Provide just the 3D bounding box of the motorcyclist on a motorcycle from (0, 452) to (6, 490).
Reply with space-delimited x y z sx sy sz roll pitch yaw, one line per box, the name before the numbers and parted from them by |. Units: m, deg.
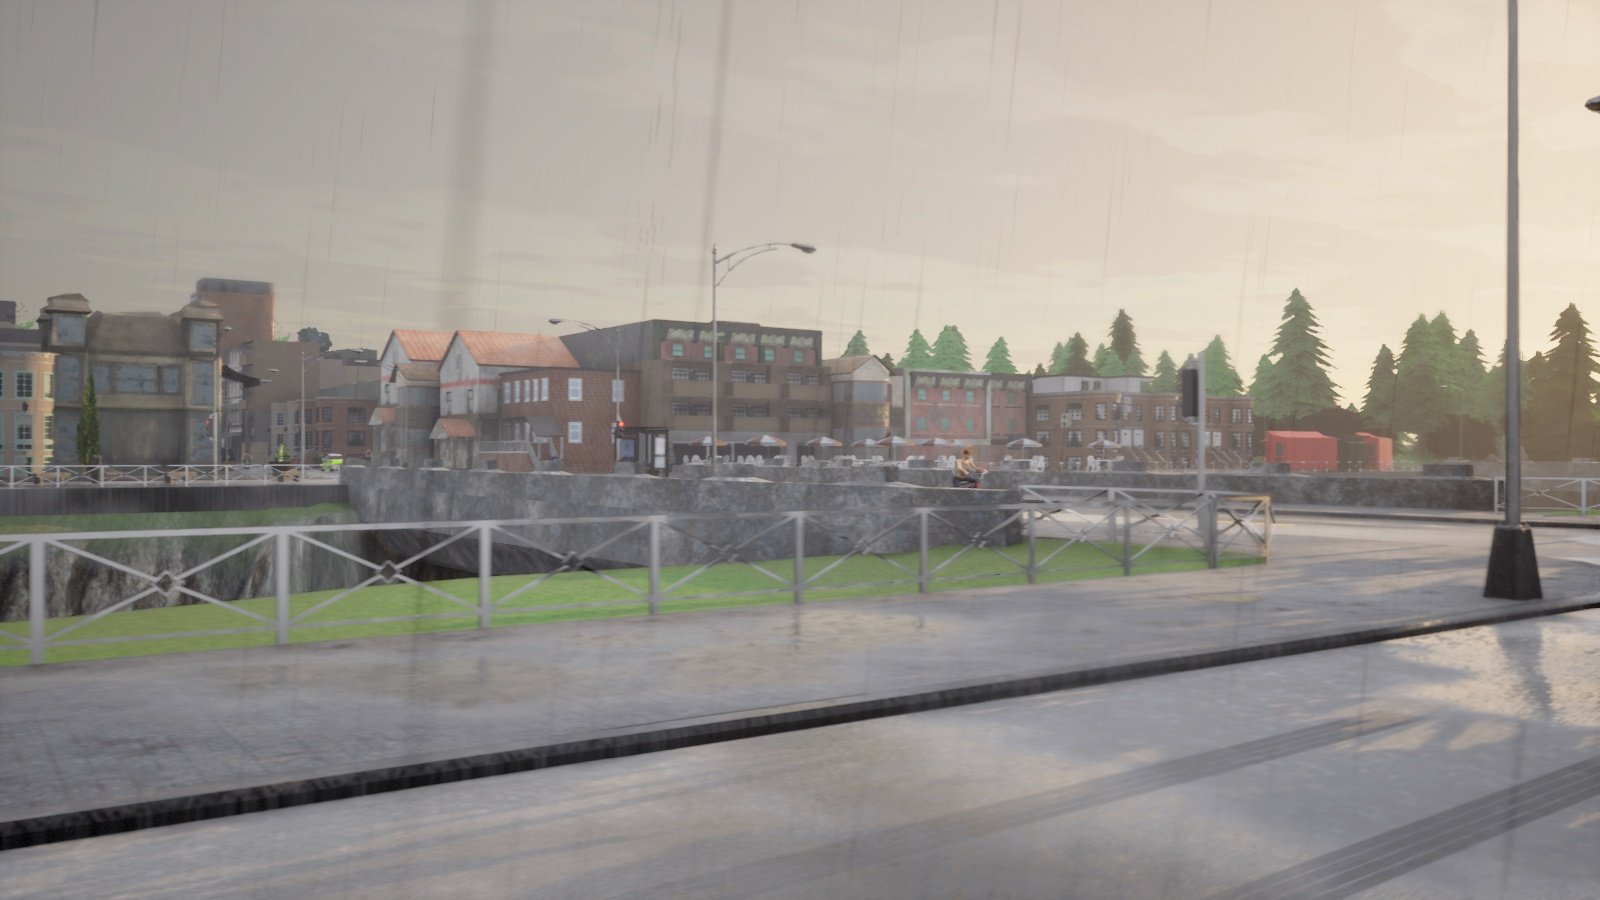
motorcyclist on a motorcycle | -35.864 0.904 54.504 2.350 1.649 0.766 0 0 -35
